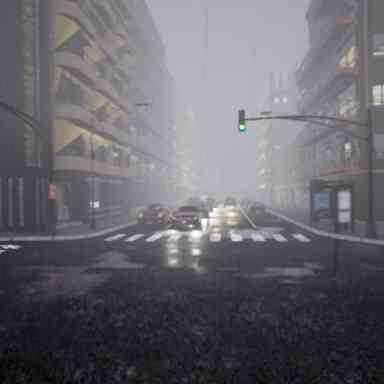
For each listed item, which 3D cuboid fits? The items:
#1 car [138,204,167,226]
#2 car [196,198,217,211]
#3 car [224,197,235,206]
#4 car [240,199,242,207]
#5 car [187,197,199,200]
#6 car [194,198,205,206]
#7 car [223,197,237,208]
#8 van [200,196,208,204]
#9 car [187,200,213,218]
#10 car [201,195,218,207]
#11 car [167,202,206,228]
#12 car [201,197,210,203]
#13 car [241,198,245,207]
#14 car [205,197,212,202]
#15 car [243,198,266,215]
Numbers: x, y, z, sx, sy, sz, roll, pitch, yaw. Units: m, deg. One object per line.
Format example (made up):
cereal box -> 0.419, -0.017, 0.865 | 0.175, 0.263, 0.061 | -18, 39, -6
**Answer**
car -> -2.746, 1.640, 24.977 | 1.967, 1.590, 4.097 | -1, 0, 6
car -> 1.808, 1.847, 42.600 | 1.895, 1.301, 4.718 | -1, 0, 7
car -> 7.274, 1.784, 64.456 | 1.882, 1.535, 5.008 | -1, 0, 6
car -> 9.239, 1.674, 57.700 | 1.967, 1.590, 4.097 | -1, 0, 6
car -> 0.297, 1.650, 53.005 | 2.192, 1.841, 5.009 | -1, 0, 6
car -> 1.502, 1.914, 64.047 | 1.752, 1.417, 4.829 | -1, 0, 6
car -> 6.230, 1.611, 54.735 | 2.097, 1.767, 4.553 | -1, 0, 6
van -> 2.736, 1.783, 75.429 | 1.690, 1.788, 3.998 | -1, 0, 6
car -> 0.715, 1.763, 32.699 | 1.994, 1.385, 4.181 | -1, 0, 7
car -> 2.952, 1.647, 52.723 | 2.097, 1.767, 4.553 | -1, 0, 7
car -> -0.270, 1.682, 23.750 | 1.812, 1.442, 4.674 | -1, 0, 6
car -> 3.348, 2.019, 81.033 | 2.008, 1.369, 4.403 | -1, 0, 6
car -> 7.413, 1.697, 40.882 | 1.887, 1.381, 4.507 | -1, 0, 6
car -> 4.548, 2.046, 92.075 | 1.752, 1.417, 4.829 | -1, 0, 6
car -> 6.804, 1.676, 35.277 | 2.008, 1.369, 4.403 | -1, 0, 6
